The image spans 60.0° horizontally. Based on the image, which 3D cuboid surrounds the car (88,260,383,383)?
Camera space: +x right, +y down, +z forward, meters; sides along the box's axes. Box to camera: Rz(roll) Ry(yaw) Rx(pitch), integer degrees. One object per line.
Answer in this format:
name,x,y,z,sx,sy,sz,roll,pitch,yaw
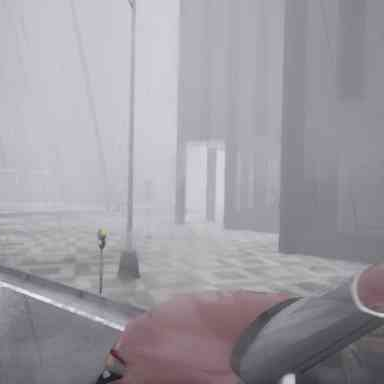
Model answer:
car,1.608,1.323,1.811,5.009,1.841,2.192,2,1,35
